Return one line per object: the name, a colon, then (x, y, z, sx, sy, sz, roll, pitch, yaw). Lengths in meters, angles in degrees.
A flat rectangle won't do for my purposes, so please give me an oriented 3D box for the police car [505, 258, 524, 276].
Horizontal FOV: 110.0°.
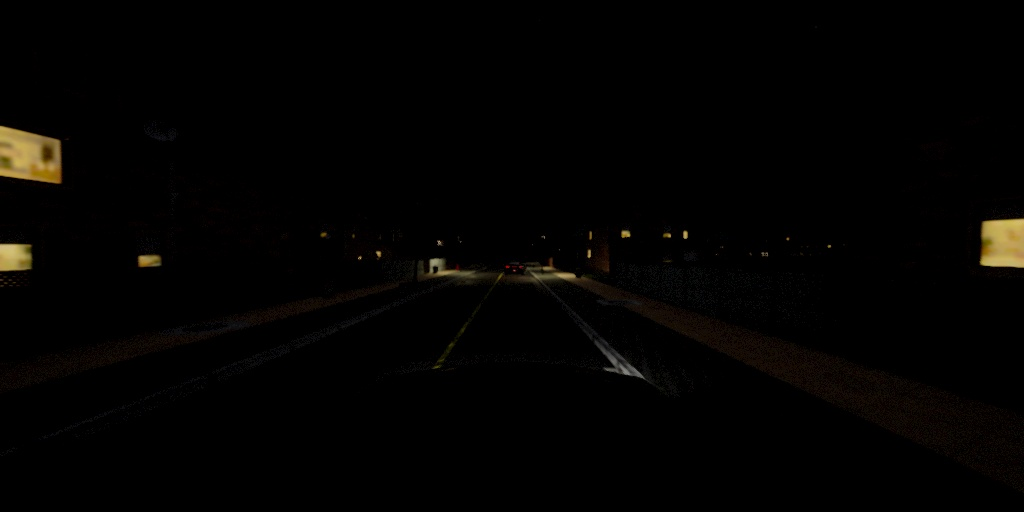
police car: (0.263, 1.251, 37.456, 2.038, 1.542, 4.974, 0, 0, 0)
